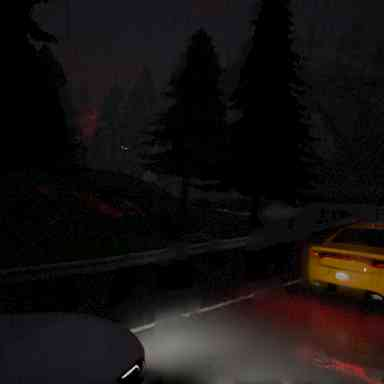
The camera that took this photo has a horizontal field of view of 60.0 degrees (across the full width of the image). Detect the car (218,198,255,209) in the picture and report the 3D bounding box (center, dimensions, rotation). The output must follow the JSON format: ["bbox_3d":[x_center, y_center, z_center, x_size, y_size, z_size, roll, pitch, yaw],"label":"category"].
[{"bbox_3d":[6.170,1.588,46.038,4.718,1.301,1.895,0,0,34],"label":"car"}]

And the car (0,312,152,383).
[{"bbox_3d":[-2.523,1.526,2.208,4.674,1.442,1.812,0,0,-36],"label":"car"}]

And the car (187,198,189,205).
[{"bbox_3d":[0.520,1.511,54.170,4.181,1.385,1.994,0,0,35],"label":"car"}]

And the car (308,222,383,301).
[{"bbox_3d":[4.749,1.476,8.075,5.008,1.535,1.882,0,0,-42],"label":"car"}]

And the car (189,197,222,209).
[{"bbox_3d":[2.364,1.505,44.407,4.674,1.442,1.812,0,0,34],"label":"car"}]

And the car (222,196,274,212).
[{"bbox_3d":[6.248,1.502,37.500,4.892,1.490,1.837,0,0,34],"label":"car"}]

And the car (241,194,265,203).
[{"bbox_3d":[12.986,1.317,71.187,4.553,1.767,2.097,0,0,35],"label":"car"}]

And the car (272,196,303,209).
[{"bbox_3d":[12.790,1.344,45.746,4.553,1.767,2.097,0,0,34],"label":"car"}]
